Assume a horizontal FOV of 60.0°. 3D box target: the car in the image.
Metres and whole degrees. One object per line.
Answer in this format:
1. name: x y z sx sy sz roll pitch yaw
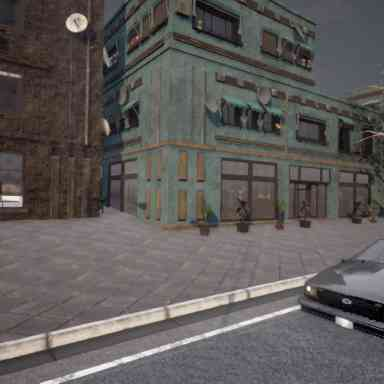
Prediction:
1. car: 4.438 1.582 6.463 5.357 1.411 2.033 1 0 -35
